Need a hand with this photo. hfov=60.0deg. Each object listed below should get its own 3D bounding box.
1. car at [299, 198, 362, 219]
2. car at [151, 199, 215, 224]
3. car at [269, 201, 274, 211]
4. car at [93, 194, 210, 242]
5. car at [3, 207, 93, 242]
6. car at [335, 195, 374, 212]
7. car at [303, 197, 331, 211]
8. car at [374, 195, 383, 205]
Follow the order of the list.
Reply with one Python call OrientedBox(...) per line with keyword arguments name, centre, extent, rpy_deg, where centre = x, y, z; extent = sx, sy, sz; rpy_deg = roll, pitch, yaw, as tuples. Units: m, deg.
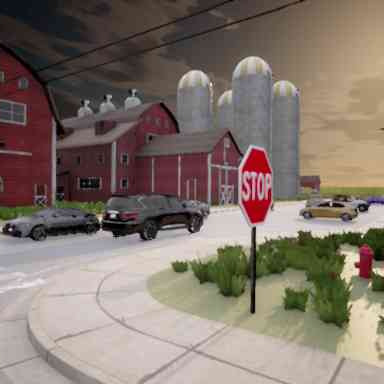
OrientedBox(name="car", centre=(10.512, 1.434, 25.777), extent=(4.193, 1.474, 1.816), rpy_deg=(1, 0, 35))
OrientedBox(name="car", centre=(-0.509, 1.331, 24.130), extent=(2.128, 1.511, 4.902), rpy_deg=(1, 0, 35))
OrientedBox(name="car", centre=(7.220, 1.341, 35.411), extent=(1.837, 1.490, 4.892), rpy_deg=(1, 0, 34))
OrientedBox(name="car", centre=(-1.711, 1.102, 16.173), extent=(2.150, 2.045, 5.566), rpy_deg=(1, 1, 37))
OrientedBox(name="car", centre=(-6.453, 1.404, 15.653), extent=(1.994, 1.385, 4.181), rpy_deg=(1, 0, 37))
OrientedBox(name="car", centre=(17.725, 1.233, 37.182), extent=(3.866, 1.878, 1.905), rpy_deg=(1, 0, 35))
OrientedBox(name="car", centre=(15.511, 1.422, 41.081), extent=(2.033, 1.411, 5.357), rpy_deg=(1, 0, 35))
OrientedBox(name="car", centre=(31.510, 1.396, 57.079), extent=(4.611, 1.667, 2.242), rpy_deg=(1, 0, 35))
